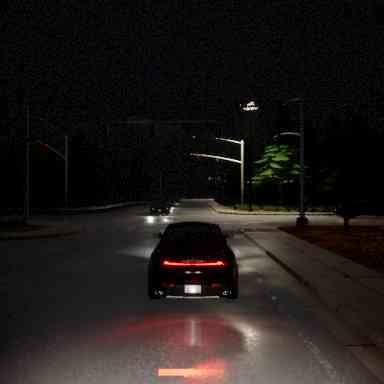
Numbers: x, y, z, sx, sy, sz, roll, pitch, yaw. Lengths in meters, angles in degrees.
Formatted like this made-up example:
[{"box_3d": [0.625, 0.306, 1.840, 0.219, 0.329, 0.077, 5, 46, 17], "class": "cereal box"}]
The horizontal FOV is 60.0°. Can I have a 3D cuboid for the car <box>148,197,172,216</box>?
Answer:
[{"box_3d": [-3.329, 1.513, 33.411, 1.837, 1.490, 4.892, -1, 0, -7], "class": "car"}]

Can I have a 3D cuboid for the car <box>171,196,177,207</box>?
[{"box_3d": [-3.685, 1.502, 49.470, 1.837, 1.490, 4.892, 0, 1, 0], "class": "car"}]

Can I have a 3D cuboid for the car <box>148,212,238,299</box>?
[{"box_3d": [0.032, 1.501, 8.438, 1.837, 1.490, 4.892, 0, 0, 0], "class": "car"}]

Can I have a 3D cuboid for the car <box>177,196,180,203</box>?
[{"box_3d": [-3.474, 1.548, 69.189, 2.033, 1.411, 5.357, 0, 0, 1], "class": "car"}]

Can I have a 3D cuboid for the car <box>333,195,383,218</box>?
[{"box_3d": [15.543, 1.248, 29.587, 5.566, 2.045, 2.150, 0, 0, 1], "class": "car"}]
